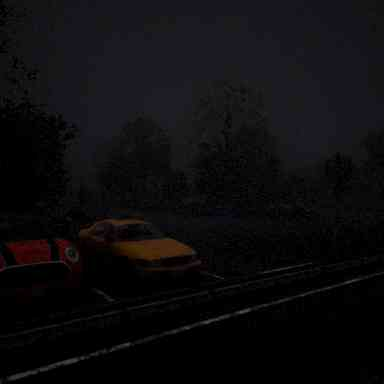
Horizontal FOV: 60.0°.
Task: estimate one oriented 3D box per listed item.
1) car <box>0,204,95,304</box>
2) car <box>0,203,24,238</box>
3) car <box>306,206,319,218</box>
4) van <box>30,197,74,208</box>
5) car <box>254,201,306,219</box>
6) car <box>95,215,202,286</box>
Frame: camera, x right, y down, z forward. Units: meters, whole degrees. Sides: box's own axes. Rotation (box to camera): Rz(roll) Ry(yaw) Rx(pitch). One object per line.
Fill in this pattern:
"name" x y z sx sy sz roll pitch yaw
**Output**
"car" -4.329 1.347 8.243 2.185 1.767 4.553 0 0 -36
"car" -11.005 1.474 18.747 1.946 1.575 5.366 0 0 -36
"car" 10.746 1.726 34.334 2.185 1.767 4.553 1 -1 -36
"van" -8.566 1.263 20.145 1.878 1.987 4.442 0 0 -36
"car" 8.205 1.827 32.433 2.002 1.452 4.674 2 -1 -36
"car" -1.842 1.481 9.783 1.946 1.575 5.366 0 0 -36
